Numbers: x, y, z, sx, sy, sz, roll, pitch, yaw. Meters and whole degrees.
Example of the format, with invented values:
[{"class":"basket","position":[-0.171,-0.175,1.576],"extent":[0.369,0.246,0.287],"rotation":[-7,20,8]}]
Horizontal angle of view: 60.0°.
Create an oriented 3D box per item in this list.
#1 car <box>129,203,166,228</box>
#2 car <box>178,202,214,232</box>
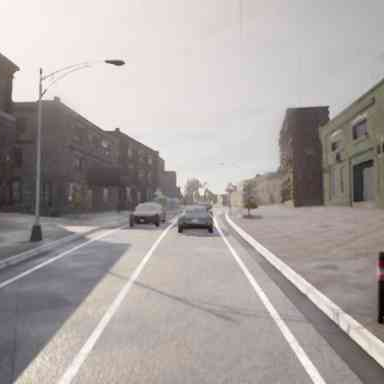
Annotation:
[{"class":"car","position":[-2.873,1.449,22.245],"extent":[1.882,1.535,5.008],"rotation":[0,-1,2]},{"class":"car","position":[0.221,1.508,19.528],"extent":[1.994,1.385,4.181],"rotation":[0,0,1]}]
